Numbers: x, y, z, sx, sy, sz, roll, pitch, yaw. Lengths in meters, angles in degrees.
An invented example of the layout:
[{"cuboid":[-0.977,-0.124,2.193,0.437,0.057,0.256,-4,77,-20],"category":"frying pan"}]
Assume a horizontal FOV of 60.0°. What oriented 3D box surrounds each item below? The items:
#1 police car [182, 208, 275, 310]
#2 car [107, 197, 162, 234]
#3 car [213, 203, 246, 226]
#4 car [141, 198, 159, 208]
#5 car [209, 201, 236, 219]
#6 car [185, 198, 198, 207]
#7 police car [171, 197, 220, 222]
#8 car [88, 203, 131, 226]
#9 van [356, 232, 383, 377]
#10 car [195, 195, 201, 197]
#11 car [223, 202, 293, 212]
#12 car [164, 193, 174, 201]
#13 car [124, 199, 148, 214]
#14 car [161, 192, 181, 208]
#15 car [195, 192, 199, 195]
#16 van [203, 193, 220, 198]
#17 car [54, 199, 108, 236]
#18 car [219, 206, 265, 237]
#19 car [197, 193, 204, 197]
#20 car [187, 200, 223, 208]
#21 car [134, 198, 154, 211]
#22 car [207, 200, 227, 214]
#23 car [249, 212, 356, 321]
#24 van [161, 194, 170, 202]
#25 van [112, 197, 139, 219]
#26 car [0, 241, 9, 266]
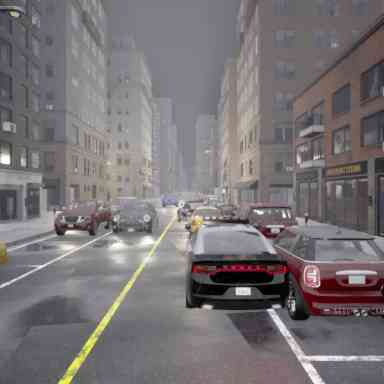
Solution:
[{"cuboid":[0.786,1.425,8.038,1.930,1.638,5.238,0,0,-1],"category":"police car"},{"cuboid":[-3.125,1.351,19.177,2.097,1.767,4.553,0,0,0],"category":"car"},{"cuboid":[2.636,1.564,24.312,1.947,1.339,4.313,0,0,0],"category":"car"},{"cuboid":[-5.919,1.534,46.962,2.008,1.369,4.403,0,0,0],"category":"car"},{"cuboid":[2.628,1.549,29.981,2.008,1.369,4.403,0,0,0],"category":"car"},{"cuboid":[-0.067,1.578,51.555,1.895,1.301,4.718,0,0,0],"category":"car"},{"cuboid":[0.242,1.423,23.959,1.930,1.638,5.238,0,0,-17],"category":"police car"},{"cuboid":[-5.890,1.549,24.288,2.008,1.369,4.403,0,0,0],"category":"car"},{"cuboid":[2.665,1.341,1.635,1.690,1.788,3.998,0,0,0],"category":"van"},{"cuboid":[-0.054,1.515,41.399,1.812,1.442,4.674,0,0,0],"category":"car"},{"cuboid":[2.650,1.314,12.974,2.192,1.841,5.009,0,0,0],"category":"car"},{"cuboid":[-5.969,1.249,85.330,2.192,1.841,5.009,0,0,0],"category":"car"},{"cuboid":[-5.904,1.520,35.455,1.752,1.417,4.829,0,0,0],"category":"car"},{"cuboid":[-3.062,1.204,47.884,2.150,2.045,5.566,0,0,0],"category":"car"},{"cuboid":[2.557,1.249,85.356,2.192,1.841,5.009,0,0,0],"category":"car"},{"cuboid":[2.614,1.331,41.321,1.690,1.788,3.998,0,0,0],"category":"van"},{"cuboid":[-5.883,1.314,18.620,2.192,1.841,5.009,0,0,0],"category":"car"},{"cuboid":[2.643,1.565,18.644,1.947,1.339,4.313,0,0,0],"category":"car"},{"cuboid":[2.571,1.391,74.186,1.967,1.590,4.097,0,0,0],"category":"car"},{"cuboid":[0.763,1.455,18.133,1.801,1.575,5.366,0,0,0],"category":"car"},{"cuboid":[-5.912,1.515,41.125,1.752,1.417,4.829,0,0,0],"category":"car"},{"cuboid":[2.621,1.577,35.651,1.802,1.307,4.206,0,0,0],"category":"car"},{"cuboid":[2.658,1.440,7.305,1.967,1.590,4.097,0,0,0],"category":"car"},{"cuboid":[-5.954,1.292,74.157,1.690,1.788,3.998,0,0,0],"category":"van"},{"cuboid":[-5.898,1.339,29.956,1.690,1.788,3.998,0,0,0],"category":"van"},{"cuboid":[-5.867,1.525,7.114,1.752,1.417,4.829,0,0,0],"category":"car"}]
